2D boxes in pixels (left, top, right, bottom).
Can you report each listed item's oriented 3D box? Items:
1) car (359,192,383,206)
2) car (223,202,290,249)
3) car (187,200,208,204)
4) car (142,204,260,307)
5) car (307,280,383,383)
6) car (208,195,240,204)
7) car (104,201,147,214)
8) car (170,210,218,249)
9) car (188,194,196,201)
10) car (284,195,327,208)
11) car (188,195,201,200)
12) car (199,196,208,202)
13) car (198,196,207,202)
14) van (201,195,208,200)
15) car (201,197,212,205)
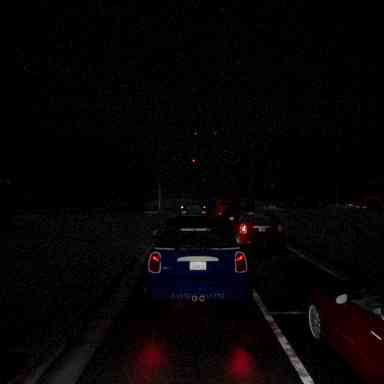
[{"bbox_3d":[22.527,0.761,39.884,4.553,1.767,2.097,-1,1,0],"label":"car"},{"bbox_3d":[2.629,1.440,14.381,1.967,1.590,4.097,-1,0,0],"label":"car"},{"bbox_3d":[0.105,1.571,25.477,1.994,1.385,4.181,0,0,-1],"label":"car"},{"bbox_3d":[0.070,1.351,8.130,2.097,1.767,4.553,0,0,-1],"label":"car"},{"bbox_3d":[2.629,1.581,3.576,1.802,1.307,4.206,-1,0,0],"label":"car"},{"bbox_3d":[2.628,1.322,25.185,2.192,1.841,5.009,-1,0,0],"label":"car"},{"bbox_3d":[-7.419,1.714,37.257,4.674,1.442,1.812,-2,1,-7],"label":"car"},{"bbox_3d":[0.096,1.602,15.465,1.895,1.301,4.718,0,0,0],"label":"car"},{"bbox_3d":[0.011,1.493,91.503,2.097,1.767,4.553,0,0,0],"label":"car"},{"bbox_3d":[13.575,1.129,39.883,4.892,1.490,1.837,-1,1,0],"label":"car"},{"bbox_3d":[0.160,1.646,55.961,1.895,1.301,4.718,0,0,-1],"label":"car"},{"bbox_3d":[2.636,1.650,78.579,2.008,1.369,4.403,-1,0,0],"label":"car"},{"bbox_3d":[2.637,1.659,83.985,1.887,1.381,4.507,-1,0,0],"label":"car"},{"bbox_3d":[2.631,1.379,51.547,1.690,1.788,3.998,-1,0,0],"label":"van"},{"bbox_3d":[2.635,1.641,62.359,1.802,1.307,4.206,-1,0,0],"label":"car"}]
